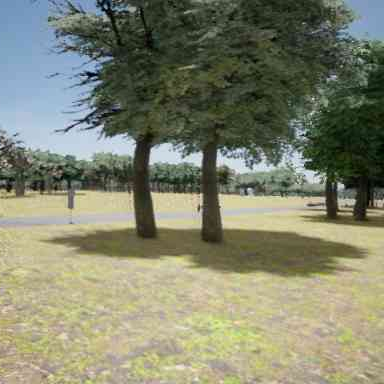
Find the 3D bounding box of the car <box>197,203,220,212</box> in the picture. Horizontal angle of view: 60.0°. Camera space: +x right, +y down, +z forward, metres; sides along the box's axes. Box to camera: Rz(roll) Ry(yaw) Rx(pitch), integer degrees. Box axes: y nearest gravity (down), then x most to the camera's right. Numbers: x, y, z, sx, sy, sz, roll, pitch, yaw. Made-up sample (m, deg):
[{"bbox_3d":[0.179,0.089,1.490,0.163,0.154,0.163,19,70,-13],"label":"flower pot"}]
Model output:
[{"bbox_3d":[3.118,2.663,61.130,2.150,2.045,5.566,1,-1,35],"label":"car"}]
